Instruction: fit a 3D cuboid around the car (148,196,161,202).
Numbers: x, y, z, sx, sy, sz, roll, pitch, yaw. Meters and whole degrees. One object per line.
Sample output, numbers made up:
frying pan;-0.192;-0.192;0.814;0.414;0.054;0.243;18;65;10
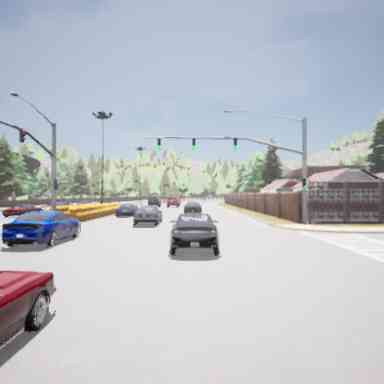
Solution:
car;-7.003;1.836;62.144;2.150;2.045;5.566;0;0;0

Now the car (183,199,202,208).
car;0.095;1.831;35.769;1.882;1.535;5.008;0;-1;0

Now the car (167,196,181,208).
car;-3.508;1.830;61.730;2.150;2.045;5.566;0;-1;0

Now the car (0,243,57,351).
car;-3.401;1.642;3.990;1.895;1.301;4.718;0;-1;0

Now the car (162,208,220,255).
car;0.098;1.631;14.007;2.128;1.511;4.902;0;-1;0

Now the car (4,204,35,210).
car;-17.569;1.942;34.557;1.895;1.301;4.718;0;-1;0

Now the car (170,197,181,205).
car;-3.509;1.955;72.089;2.097;1.767;4.553;0;-1;0

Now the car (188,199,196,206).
car;-0.009;2.250;73.649;1.812;1.442;4.674;0;-1;1

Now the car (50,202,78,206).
car;-17.506;1.987;44.523;2.033;1.411;5.357;0;-1;0

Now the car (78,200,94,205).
car;-17.507;2.066;54.847;1.812;1.442;4.674;0;-1;0

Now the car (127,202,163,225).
car;-3.404;1.807;26.248;2.033;1.411;5.357;0;-1;0

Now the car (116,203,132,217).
car;-6.905;1.921;36.158;1.994;1.385;4.181;0;-1;0

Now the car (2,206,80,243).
car;-6.902;1.634;15.817;1.882;1.535;5.008;0;-1;0
